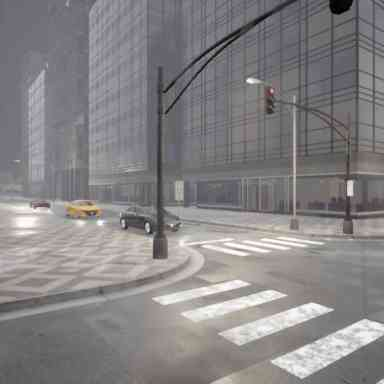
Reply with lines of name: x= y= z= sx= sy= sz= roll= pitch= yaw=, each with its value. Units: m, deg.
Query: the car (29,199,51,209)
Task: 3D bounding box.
car: x=-19.687 y=1.551 z=43.087 sx=1.895 sy=1.301 sz=4.718 roll=0 pitch=0 yaw=-35

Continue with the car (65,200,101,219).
car: x=-9.495 y=1.443 z=28.812 sx=1.882 sy=1.535 sz=5.008 roll=0 pitch=0 yaw=-35

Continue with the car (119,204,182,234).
car: x=-2.507 y=1.483 z=19.112 sx=1.837 sy=1.490 sz=4.892 roll=0 pitch=0 yaw=-38
